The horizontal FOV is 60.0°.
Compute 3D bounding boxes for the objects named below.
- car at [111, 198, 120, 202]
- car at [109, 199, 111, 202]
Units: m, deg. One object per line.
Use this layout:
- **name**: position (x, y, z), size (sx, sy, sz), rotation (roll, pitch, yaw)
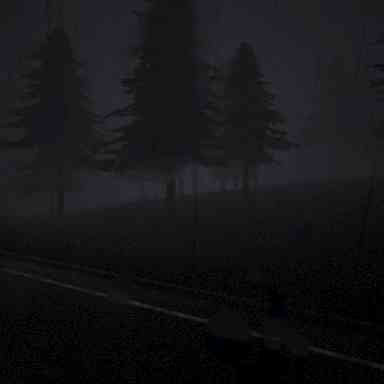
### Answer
- **car**: position (-16.226, 2.063, 79.316), size (2.128, 1.511, 4.902), rotation (-1, 0, 35)
- **car**: position (-19.093, 2.095, 81.325), size (1.812, 1.442, 4.674), rotation (-1, 0, 35)
